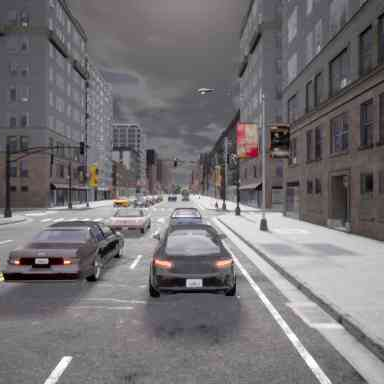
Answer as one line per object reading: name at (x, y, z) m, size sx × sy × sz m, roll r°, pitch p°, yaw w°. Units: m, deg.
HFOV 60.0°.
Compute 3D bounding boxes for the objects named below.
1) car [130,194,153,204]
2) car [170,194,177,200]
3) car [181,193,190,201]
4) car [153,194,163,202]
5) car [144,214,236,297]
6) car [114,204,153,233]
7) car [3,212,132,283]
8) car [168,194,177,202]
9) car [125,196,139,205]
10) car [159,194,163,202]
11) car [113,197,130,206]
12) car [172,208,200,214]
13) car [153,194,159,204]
car at (-7.551, 1.514, 50.073) m, size 2.128 × 1.511 × 4.902 m, roll 0°, pitch 0°, yaw -1°
car at (-5.011, 1.400, 90.753) m, size 1.837 × 1.490 × 4.892 m, roll 0°, pitch 0°, yaw -1°
car at (-1.564, 1.623, 80.846) m, size 1.895 × 1.301 × 4.718 m, roll 0°, pitch 0°, yaw -1°
car at (-8.040, 1.373, 79.528) m, size 2.097 × 1.767 × 4.553 m, roll 0°, pitch 0°, yaw -1°
car at (-0.034, 1.528, 8.477) m, size 1.812 × 1.442 × 4.674 m, roll 0°, pitch 0°, yaw -2°
car at (-3.503, 1.607, 19.482) m, size 1.895 × 1.301 × 4.718 m, roll 0°, pitch 0°, yaw -1°
car at (-3.308, 1.550, 9.724) m, size 2.033 × 1.411 × 5.357 m, roll 0°, pitch 0°, yaw -1°
car at (-4.805, 1.505, 80.336) m, size 1.882 × 1.535 × 5.008 m, roll 0°, pitch 0°, yaw -1°
car at (-10.980, 1.553, 60.770) m, size 1.812 × 1.442 × 4.674 m, roll 0°, pitch 0°, yaw -1°
car at (-7.838, 1.555, 69.297) m, size 2.128 × 1.511 × 4.902 m, roll 0°, pitch 0°, yaw -1°
car at (-10.833, 1.502, 51.548) m, size 1.882 × 1.535 × 5.008 m, roll 0°, pitch 0°, yaw -1°
car at (-0.324, 1.553, 18.064) m, size 2.033 × 1.411 × 5.357 m, roll 0°, pitch 0°, yaw -1°
car at (-7.717, 1.519, 59.427) m, size 2.128 × 1.511 × 4.902 m, roll 0°, pitch 0°, yaw -1°
